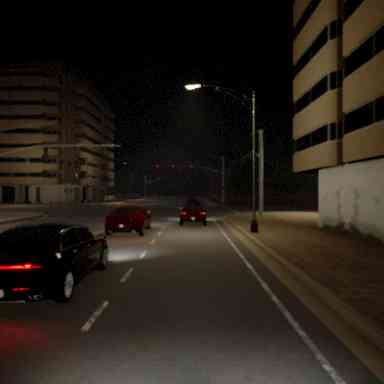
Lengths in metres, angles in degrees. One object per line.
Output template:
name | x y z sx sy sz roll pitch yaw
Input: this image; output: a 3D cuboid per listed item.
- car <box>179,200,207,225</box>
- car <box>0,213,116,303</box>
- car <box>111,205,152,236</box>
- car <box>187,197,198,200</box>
car | 0.076 1.527 23.631 1.812 1.442 4.674 0 0 0
car | -3.404 1.505 8.163 1.837 1.490 4.892 0 0 0
car | -3.412 1.478 18.549 1.882 1.535 5.008 0 0 0
car | 0.066 1.486 43.697 1.837 1.490 4.892 0 0 0
